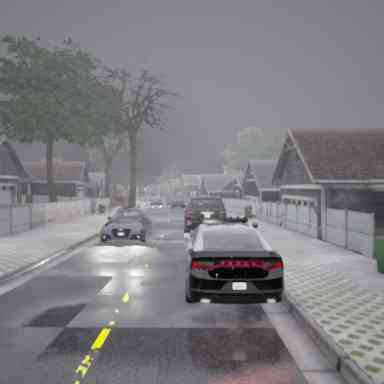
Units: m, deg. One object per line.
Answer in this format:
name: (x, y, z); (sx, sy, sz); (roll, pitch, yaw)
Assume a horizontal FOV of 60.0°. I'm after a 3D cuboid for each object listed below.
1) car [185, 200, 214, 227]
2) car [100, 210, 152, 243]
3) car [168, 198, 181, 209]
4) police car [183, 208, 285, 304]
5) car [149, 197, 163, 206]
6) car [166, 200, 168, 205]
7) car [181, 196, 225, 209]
car: (0.417, 1.476, 24.476); (1.801, 1.575, 5.366); (0, 0, -2)
car: (-3.016, 1.573, 15.921); (1.994, 1.385, 4.181); (0, 0, -1)
car: (-2.003, 1.628, 46.832); (1.837, 1.490, 4.892); (0, 0, -5)
police car: (0.807, 1.423, 8.314); (1.930, 1.638, 5.238); (0, 0, 0)
car: (-6.280, 1.806, 59.277); (1.994, 1.385, 4.181); (0, -1, -7)
car: (-3.750, 1.807, 61.872); (2.033, 1.411, 5.357); (0, -1, -8)
car: (0.641, 1.236, 18.287); (2.150, 2.045, 5.566); (0, 0, -2)
